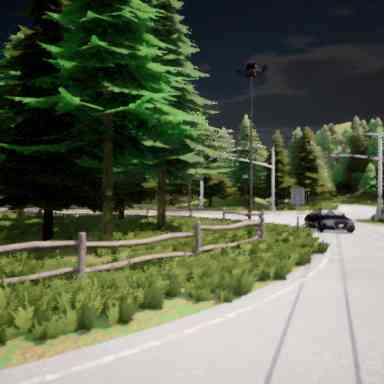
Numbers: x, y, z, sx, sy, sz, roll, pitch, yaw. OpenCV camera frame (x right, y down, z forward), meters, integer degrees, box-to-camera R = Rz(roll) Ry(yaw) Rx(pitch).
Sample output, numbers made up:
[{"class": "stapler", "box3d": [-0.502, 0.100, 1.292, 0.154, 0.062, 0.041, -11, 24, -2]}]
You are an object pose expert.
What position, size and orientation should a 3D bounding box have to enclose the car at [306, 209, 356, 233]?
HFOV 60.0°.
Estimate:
[{"class": "car", "box3d": [8.637, 1.758, 21.082, 1.994, 1.385, 4.181, 0, 0, 2]}]
